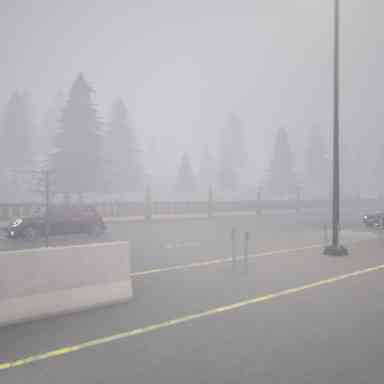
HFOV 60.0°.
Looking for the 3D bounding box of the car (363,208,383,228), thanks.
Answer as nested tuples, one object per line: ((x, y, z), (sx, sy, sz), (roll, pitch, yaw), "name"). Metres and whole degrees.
((13.417, 1.721, 22.135), (4.718, 1.301, 1.895), (0, 0, -34), "car")
